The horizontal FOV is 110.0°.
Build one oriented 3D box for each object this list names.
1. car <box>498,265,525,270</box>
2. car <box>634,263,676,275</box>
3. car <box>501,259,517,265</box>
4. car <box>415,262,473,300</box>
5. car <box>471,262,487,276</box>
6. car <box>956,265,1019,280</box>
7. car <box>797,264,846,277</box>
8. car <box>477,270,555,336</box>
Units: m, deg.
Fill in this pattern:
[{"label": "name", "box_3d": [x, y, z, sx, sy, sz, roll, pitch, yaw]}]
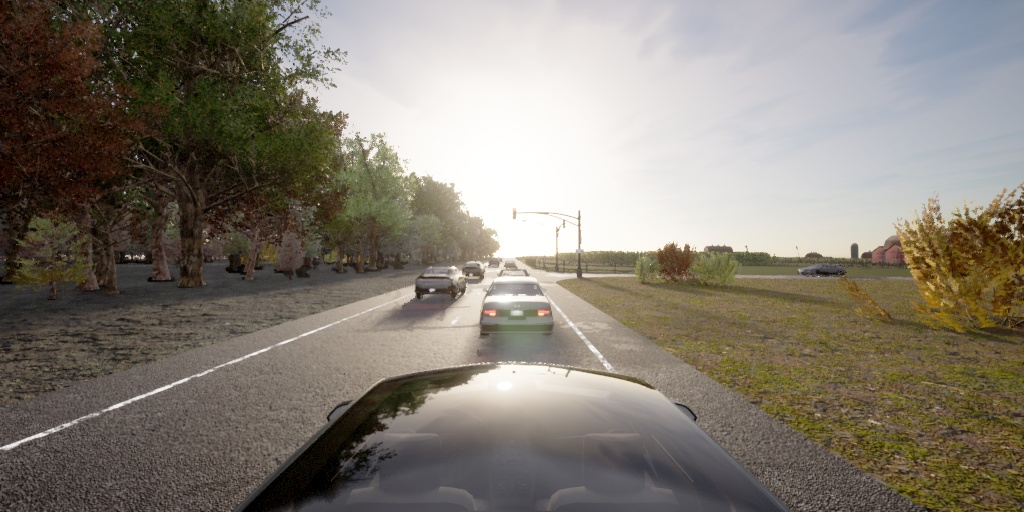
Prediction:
[{"label": "car", "box_3d": [0.081, 1.355, 20.034, 1.895, 1.301, 4.718, 0, 0, 0]}, {"label": "car", "box_3d": [16.978, 1.519, 42.697, 4.674, 1.442, 1.812, 1, -1, 2]}, {"label": "car", "box_3d": [-0.159, 1.303, 55.835, 2.033, 1.411, 5.357, 0, 0, 1]}, {"label": "car", "box_3d": [-3.416, 1.246, 17.775, 2.128, 1.511, 4.902, 0, 0, 0]}, {"label": "car", "box_3d": [-3.429, 1.263, 32.387, 1.837, 1.490, 4.892, 0, 1, 0]}, {"label": "car", "box_3d": [51.384, 1.910, 38.888, 4.718, 1.301, 1.895, 1, -1, 1]}, {"label": "car", "box_3d": [36.710, 1.700, 42.569, 4.902, 1.511, 2.128, 1, -1, 0]}, {"label": "car", "box_3d": [0.087, 1.300, 10.384, 2.033, 1.411, 5.357, 0, 0, 0]}]
